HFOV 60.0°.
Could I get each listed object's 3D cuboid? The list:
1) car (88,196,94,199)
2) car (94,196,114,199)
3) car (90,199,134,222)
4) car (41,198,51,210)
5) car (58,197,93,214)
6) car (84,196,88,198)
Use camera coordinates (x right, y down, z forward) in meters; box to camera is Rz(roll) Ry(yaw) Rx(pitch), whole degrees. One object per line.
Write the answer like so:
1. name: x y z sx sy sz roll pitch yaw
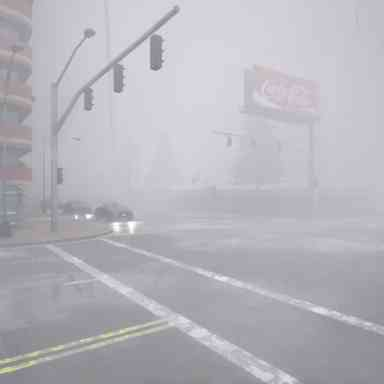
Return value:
1. car: -19.973 1.478 64.027 1.882 1.535 5.008 0 0 -36
2. car: -14.490 1.505 56.394 1.837 1.490 4.892 0 0 -36
3. car: -6.289 1.564 26.639 1.994 1.385 4.181 0 0 -36
4. car: -18.394 1.478 43.509 1.882 1.535 5.008 0 0 -35
5. car: -12.094 1.564 34.715 1.994 1.385 4.181 0 0 -36
6. car: -20.558 1.564 58.844 1.994 1.385 4.181 0 0 -36
